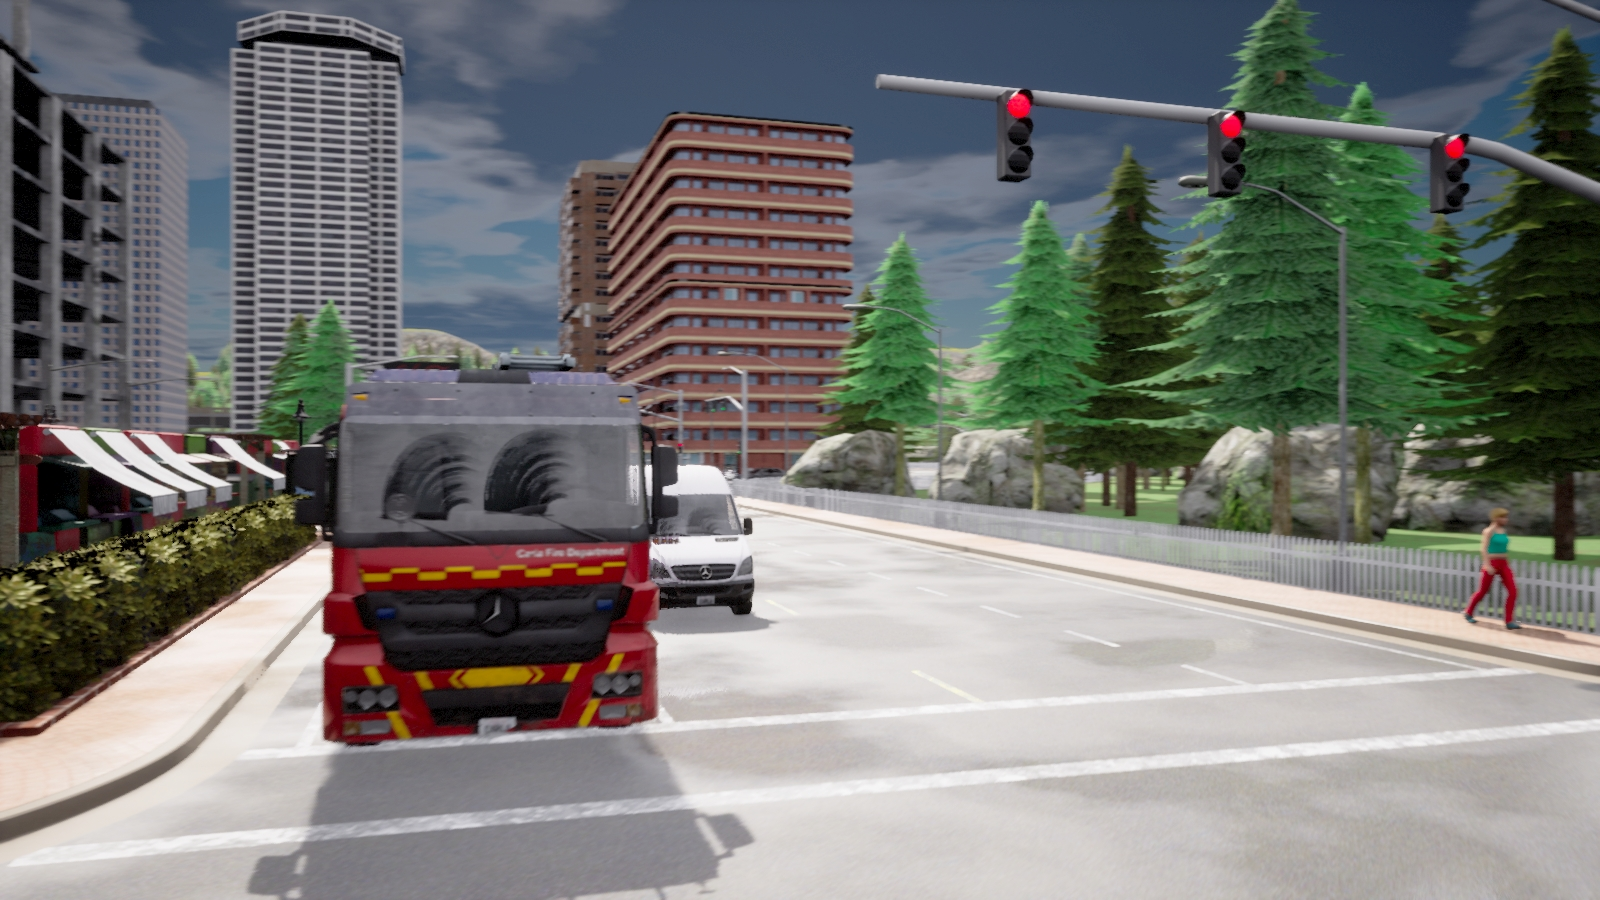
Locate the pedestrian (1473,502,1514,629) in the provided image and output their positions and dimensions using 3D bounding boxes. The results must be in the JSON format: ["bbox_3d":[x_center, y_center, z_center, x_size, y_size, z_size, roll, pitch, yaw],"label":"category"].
[{"bbox_3d":[10.354,1.713,17.063,0.375,1.860,0.375,0,0,-17],"label":"pedestrian"}]

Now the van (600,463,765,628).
[{"bbox_3d":[-2.378,1.563,21.344,1.988,2.561,5.915,0,0,-17],"label":"van"}]

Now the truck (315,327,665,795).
[{"bbox_3d":[-3.790,0.910,13.819,2.891,3.827,8.468,0,0,-17],"label":"truck"}]
